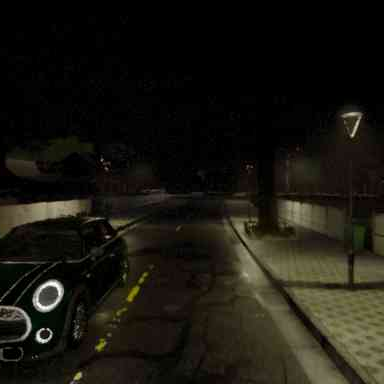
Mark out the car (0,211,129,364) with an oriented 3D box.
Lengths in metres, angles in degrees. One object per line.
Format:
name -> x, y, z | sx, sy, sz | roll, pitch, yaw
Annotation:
car -> -2.611, 1.336, 6.214 | 2.097, 1.767, 4.553 | 0, 0, 1
